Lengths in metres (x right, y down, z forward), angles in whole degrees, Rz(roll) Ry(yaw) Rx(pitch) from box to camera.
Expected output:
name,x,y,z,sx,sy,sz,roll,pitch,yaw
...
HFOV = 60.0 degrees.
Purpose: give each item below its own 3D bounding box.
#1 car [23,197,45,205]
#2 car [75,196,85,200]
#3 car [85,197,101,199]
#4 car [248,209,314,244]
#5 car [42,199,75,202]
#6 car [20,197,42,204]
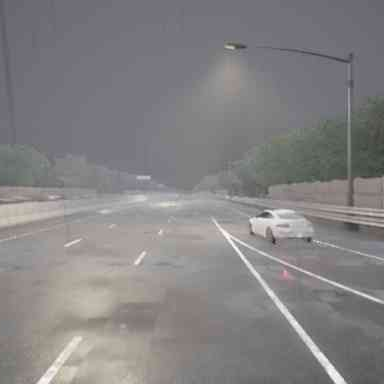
name,x,y,z,sx,sy,sz,roll,pitch,yaw
car,-28.086,1.545,59.241,1.994,1.385,4.181,0,0,0
car,-21.084,1.534,63.072,2.033,1.411,5.357,0,0,0
car,-17.593,1.550,61.242,1.994,1.385,4.181,0,0,0
car,4.084,1.527,15.778,1.812,1.442,4.674,0,0,-7
car,-17.597,1.553,43.917,1.994,1.385,4.181,0,0,0
car,-21.092,1.553,44.195,1.994,1.385,4.181,0,0,0
